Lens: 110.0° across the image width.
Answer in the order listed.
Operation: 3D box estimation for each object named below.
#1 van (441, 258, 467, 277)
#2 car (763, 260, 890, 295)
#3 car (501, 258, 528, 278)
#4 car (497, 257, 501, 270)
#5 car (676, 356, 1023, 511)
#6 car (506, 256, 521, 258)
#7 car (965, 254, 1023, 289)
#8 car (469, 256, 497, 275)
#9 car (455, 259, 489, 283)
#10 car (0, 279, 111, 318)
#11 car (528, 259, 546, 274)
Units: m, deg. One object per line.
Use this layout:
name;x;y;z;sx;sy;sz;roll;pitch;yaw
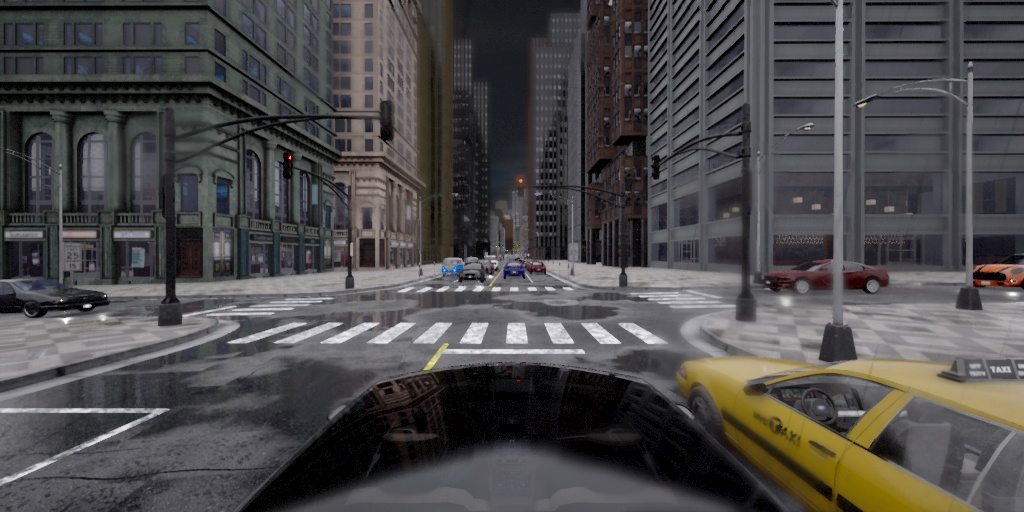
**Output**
van;-5.721;1.089;34.756;1.690;1.789;3.998;0;0;0
car;14.717;0.945;16.986;5.008;1.535;1.882;-1;0;2
car;0.187;1.226;33.407;1.882;1.535;5.008;0;0;0
car;-3.010;0.976;48.893;2.150;2.045;5.566;0;0;0
car;2.769;1.275;2.325;1.751;1.417;4.829;0;0;0
car;0.205;1.269;62.882;1.837;1.490;4.892;0;0;0
car;24.639;0.653;16.933;4.553;1.767;2.097;-1;0;0
car;-3.036;1.102;38.455;2.097;1.767;4.553;0;0;0
car;-3.046;1.252;28.184;1.837;1.490;4.892;0;0;0
car;-19.177;1.605;13.972;5.357;1.411;2.033;-1;0;0
car;2.844;1.296;40.248;1.888;1.381;4.507;0;0;0
